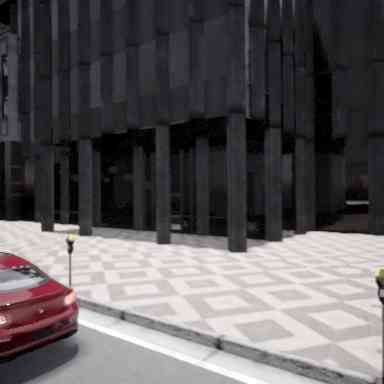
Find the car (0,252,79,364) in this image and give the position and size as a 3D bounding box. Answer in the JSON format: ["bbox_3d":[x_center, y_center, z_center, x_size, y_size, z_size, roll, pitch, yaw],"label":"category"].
[{"bbox_3d":[-3.561,1.645,5.392,4.206,1.307,1.802,-1,0,36],"label":"car"}]
